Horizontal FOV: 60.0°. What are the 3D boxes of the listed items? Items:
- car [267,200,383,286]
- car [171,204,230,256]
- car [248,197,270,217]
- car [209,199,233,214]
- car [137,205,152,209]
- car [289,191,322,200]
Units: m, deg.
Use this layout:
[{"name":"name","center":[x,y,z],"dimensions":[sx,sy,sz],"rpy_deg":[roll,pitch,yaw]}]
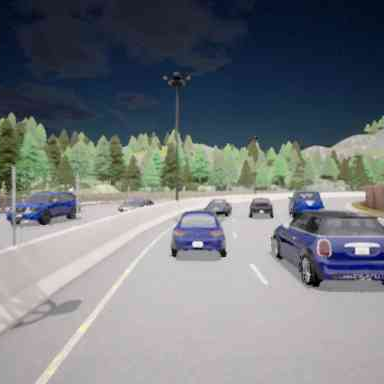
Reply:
[{"name":"car","center":[3.678,1.256,9.228],"dimensions":[2.097,1.767,4.553],"rpy_deg":[0,0,1]},{"name":"car","center":[0.280,1.399,12.407],"dimensions":[1.812,1.442,4.674],"rpy_deg":[0,1,3]},{"name":"car","center":[5.751,1.224,27.616],"dimensions":[1.837,1.490,4.892],"rpy_deg":[0,1,11]},{"name":"car","center":[2.321,1.277,28.196],"dimensions":[1.994,1.385,4.181],"rpy_deg":[0,1,11]},{"name":"car","center":[-4.837,1.196,29.191],"dimensions":[2.128,1.511,4.902],"rpy_deg":[0,0,12]},{"name":"car","center":[9.098,0.949,26.737],"dimensions":[2.150,2.045,5.566],"rpy_deg":[0,1,12]}]
